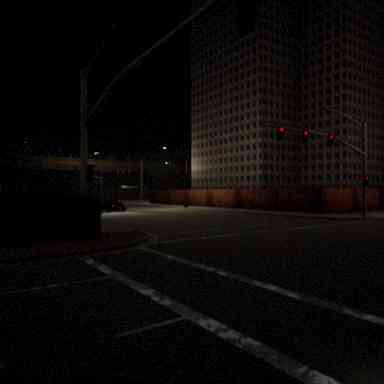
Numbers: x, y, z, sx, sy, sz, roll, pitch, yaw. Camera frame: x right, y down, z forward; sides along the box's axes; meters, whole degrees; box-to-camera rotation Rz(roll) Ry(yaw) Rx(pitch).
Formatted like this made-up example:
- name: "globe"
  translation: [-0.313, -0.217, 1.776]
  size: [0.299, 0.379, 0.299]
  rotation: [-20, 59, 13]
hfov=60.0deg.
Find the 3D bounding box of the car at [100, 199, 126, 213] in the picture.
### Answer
- name: "car"
  translation: [-9.067, 1.500, 37.680]
  size: [1.812, 1.442, 4.674]
  rotation: [0, 0, -35]
